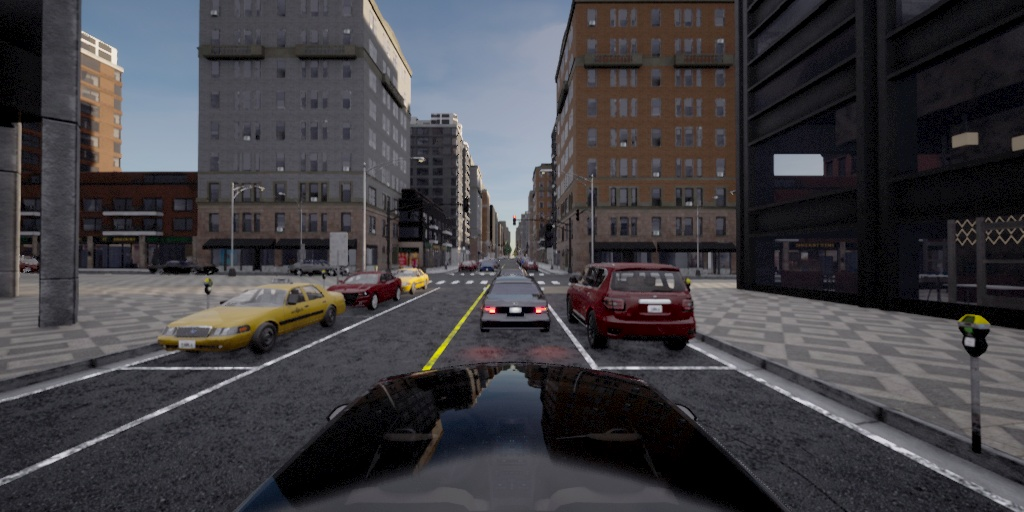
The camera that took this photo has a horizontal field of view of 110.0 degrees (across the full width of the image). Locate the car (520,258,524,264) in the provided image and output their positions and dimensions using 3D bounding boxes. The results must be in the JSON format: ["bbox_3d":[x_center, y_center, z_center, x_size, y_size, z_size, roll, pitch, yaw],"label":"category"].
[{"bbox_3d":[2.526,1.325,53.006,1.802,1.307,4.207,0,0,0],"label":"car"}]

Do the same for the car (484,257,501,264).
[{"bbox_3d":[-3.235,1.307,56.613,1.994,1.385,4.181,0,0,0],"label":"car"}]

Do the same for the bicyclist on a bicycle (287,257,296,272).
[{"bbox_3d":[-23.112,0.895,37.711,0.582,1.620,1.656,0,0,0],"label":"bicyclist on a bicycle"}]

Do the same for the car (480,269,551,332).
[{"bbox_3d":[0.066,1.296,10.796,2.033,1.411,5.357,0,0,0],"label":"car"}]

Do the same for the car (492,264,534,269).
[{"bbox_3d":[0.018,1.348,20.522,1.895,1.301,4.718,0,0,0],"label":"car"}]

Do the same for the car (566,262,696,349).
[{"bbox_3d":[2.649,1.063,9.064,2.192,1.841,5.009,0,0,0],"label":"car"}]

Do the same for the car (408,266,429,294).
[{"bbox_3d":[-5.908,1.272,20.128,1.751,1.417,4.829,0,0,0],"label":"car"}]

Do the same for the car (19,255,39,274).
[{"bbox_3d":[-42.990,0.829,31.556,5.008,1.535,1.882,1,-1,0],"label":"car"}]

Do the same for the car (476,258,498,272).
[{"bbox_3d":[-3.249,1.291,46.758,2.033,1.411,5.357,0,0,-4],"label":"car"}]

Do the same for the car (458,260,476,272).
[{"bbox_3d":[-5.984,1.289,47.318,1.888,1.381,4.507,0,0,0],"label":"car"}]

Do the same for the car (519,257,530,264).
[{"bbox_3d":[2.510,1.325,58.679,1.802,1.307,4.207,0,0,0],"label":"car"}]

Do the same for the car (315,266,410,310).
[{"bbox_3d":[-5.893,1.293,14.674,1.888,1.381,4.507,0,0,0],"label":"car"}]

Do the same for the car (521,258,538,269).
[{"bbox_3d":[2.542,1.326,47.332,1.802,1.307,4.207,0,0,0],"label":"car"}]

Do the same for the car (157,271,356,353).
[{"bbox_3d":[-5.877,1.274,8.879,1.751,1.417,4.829,0,0,0],"label":"car"}]

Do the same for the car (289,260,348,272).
[{"bbox_3d":[-16.843,1.081,31.449,4.902,1.511,2.128,1,-1,0],"label":"car"}]

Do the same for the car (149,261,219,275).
[{"bbox_3d":[-28.697,1.084,31.489,4.718,1.301,1.895,1,-1,0],"label":"car"}]
